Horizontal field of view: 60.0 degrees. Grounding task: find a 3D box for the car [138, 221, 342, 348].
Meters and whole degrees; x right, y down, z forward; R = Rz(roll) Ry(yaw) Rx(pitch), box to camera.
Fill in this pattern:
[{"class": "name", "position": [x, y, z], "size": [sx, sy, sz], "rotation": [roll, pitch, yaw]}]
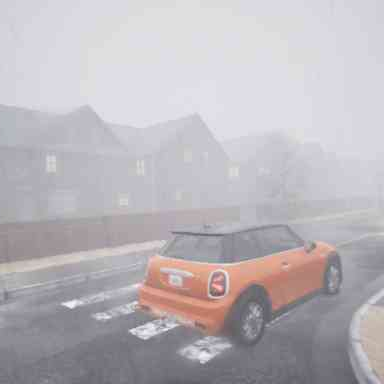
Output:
[{"class": "car", "position": [1.217, 1.344, 6.616], "size": [2.097, 1.767, 4.553], "rotation": [-3, -1, 44]}]
